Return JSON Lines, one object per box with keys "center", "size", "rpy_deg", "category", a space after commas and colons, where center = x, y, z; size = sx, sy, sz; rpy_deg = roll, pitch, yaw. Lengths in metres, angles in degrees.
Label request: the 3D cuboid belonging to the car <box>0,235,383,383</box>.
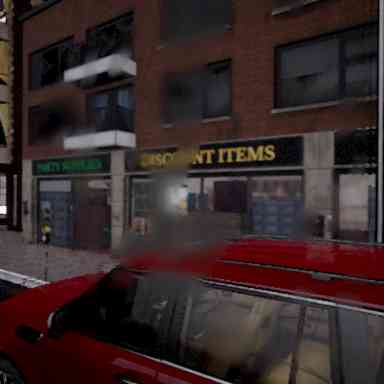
{"center": [0.269, 1.307, 2.674], "size": [5.009, 1.841, 2.192], "rpy_deg": [0, 0, 35], "category": "car"}
